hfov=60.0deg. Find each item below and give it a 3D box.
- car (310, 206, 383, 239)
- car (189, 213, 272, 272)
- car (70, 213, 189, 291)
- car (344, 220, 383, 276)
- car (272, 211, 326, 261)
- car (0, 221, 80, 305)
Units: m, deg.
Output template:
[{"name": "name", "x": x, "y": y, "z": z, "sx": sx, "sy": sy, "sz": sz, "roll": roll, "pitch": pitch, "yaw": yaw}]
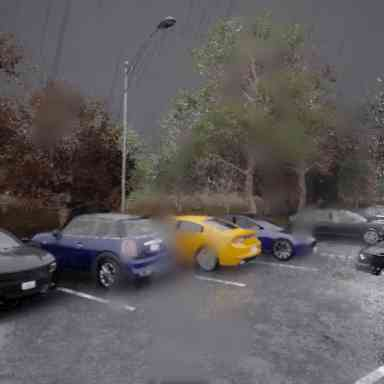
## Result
[{"name": "car", "x": 7.112, "y": 1.595, "z": 16.067, "sx": 4.892, "sy": 1.521, "sz": 2.231, "roll": -1, "pitch": -1, "yaw": 36}, {"name": "car", "x": -0.223, "y": 1.525, "z": 10.994, "sx": 5.008, "sy": 1.535, "sz": 2.097, "roll": -1, "pitch": -1, "yaw": 35}, {"name": "car", "x": -2.636, "y": 1.379, "z": 9.273, "sx": 4.553, "sy": 1.767, "sz": 2.185, "roll": -1, "pitch": -1, "yaw": 35}, {"name": "car", "x": 6.928, "y": 1.623, "z": 9.589, "sx": 5.357, "sy": 1.411, "sz": 2.033, "roll": 1, "pitch": 0, "yaw": -35}, {"name": "car", "x": 2.240, "y": 1.576, "z": 12.677, "sx": 4.792, "sy": 1.488, "sz": 2.163, "roll": -1, "pitch": -1, "yaw": 35}, {"name": "car", "x": -5.087, "y": 1.485, "z": 7.589, "sx": 5.008, "sy": 1.535, "sz": 2.097, "roll": -1, "pitch": -1, "yaw": 34}]
